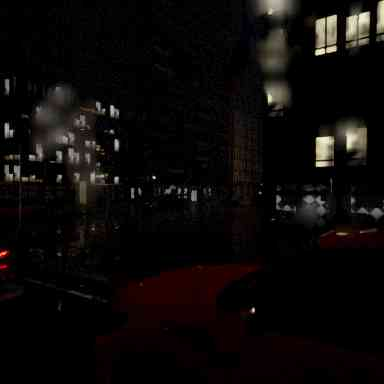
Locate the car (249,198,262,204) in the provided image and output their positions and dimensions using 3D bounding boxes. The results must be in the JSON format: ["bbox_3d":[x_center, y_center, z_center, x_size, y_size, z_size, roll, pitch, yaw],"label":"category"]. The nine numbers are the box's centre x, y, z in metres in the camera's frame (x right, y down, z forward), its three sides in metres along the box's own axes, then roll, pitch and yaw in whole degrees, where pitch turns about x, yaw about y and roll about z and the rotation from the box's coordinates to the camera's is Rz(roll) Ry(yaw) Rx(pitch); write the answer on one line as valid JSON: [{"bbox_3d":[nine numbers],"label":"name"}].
[{"bbox_3d":[11.548,1.793,56.003,2.033,1.411,5.357,1,0,37],"label":"car"}]

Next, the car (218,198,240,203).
[{"bbox_3d":[5.931,1.688,53.706,2.128,1.511,4.902,1,0,37],"label":"car"}]

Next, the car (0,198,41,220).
[{"bbox_3d":[-14.505,1.393,26.296,2.097,1.767,4.553,1,0,36],"label":"car"}]

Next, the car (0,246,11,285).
[{"bbox_3d":[-6.195,1.522,8.086,4.674,1.442,1.812,0,0,35],"label":"car"}]

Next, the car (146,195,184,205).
[{"bbox_3d":[-3.203,1.353,41.519,2.150,2.045,5.566,1,0,37],"label":"car"}]

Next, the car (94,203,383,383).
[{"bbox_3d":[1.707,1.222,2.468,5.566,2.045,2.150,0,0,35],"label":"car"}]
